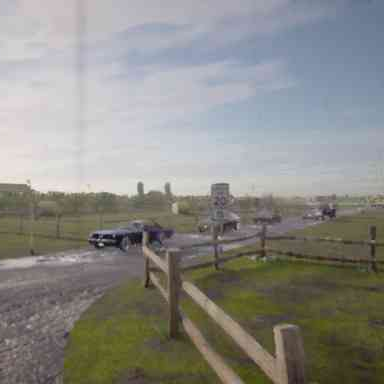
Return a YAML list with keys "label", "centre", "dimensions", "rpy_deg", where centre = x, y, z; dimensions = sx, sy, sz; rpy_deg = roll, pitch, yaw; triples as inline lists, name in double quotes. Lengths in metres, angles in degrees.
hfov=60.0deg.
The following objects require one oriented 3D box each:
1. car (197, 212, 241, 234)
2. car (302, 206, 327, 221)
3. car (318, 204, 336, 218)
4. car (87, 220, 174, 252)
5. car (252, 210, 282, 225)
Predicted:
- label: "car"
  centre: [2.146, 2.285, 25.394]
  dimensions: [1.837, 1.490, 4.892]
  rpy_deg: [-2, -2, 30]
- label: "car"
  centre: [15.285, 2.862, 41.914]
  dimensions: [1.994, 1.385, 4.181]
  rpy_deg: [-2, -2, 32]
- label: "car"
  centre: [20.339, 2.802, 50.547]
  dimensions: [2.150, 2.045, 5.566]
  rpy_deg: [-2, -2, 31]
- label: "car"
  centre: [-2.958, 2.101, 16.771]
  dimensions: [1.895, 1.301, 4.718]
  rpy_deg: [-2, -2, 30]
- label: "car"
  centre: [8.146, 2.656, 35.511]
  dimensions: [2.033, 1.411, 5.357]
  rpy_deg: [-2, -2, 31]
